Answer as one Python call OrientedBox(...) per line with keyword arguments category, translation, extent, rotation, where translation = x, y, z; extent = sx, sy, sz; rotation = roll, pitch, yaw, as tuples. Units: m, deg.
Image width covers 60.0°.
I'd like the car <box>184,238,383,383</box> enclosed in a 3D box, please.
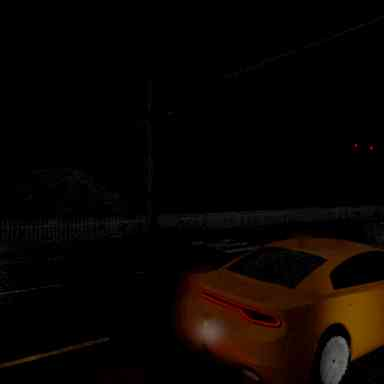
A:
OrientedBox(category="car", translation=(2.252, 1.483, 5.309), extent=(5.008, 1.535, 1.882), rotation=(0, 0, -35))
